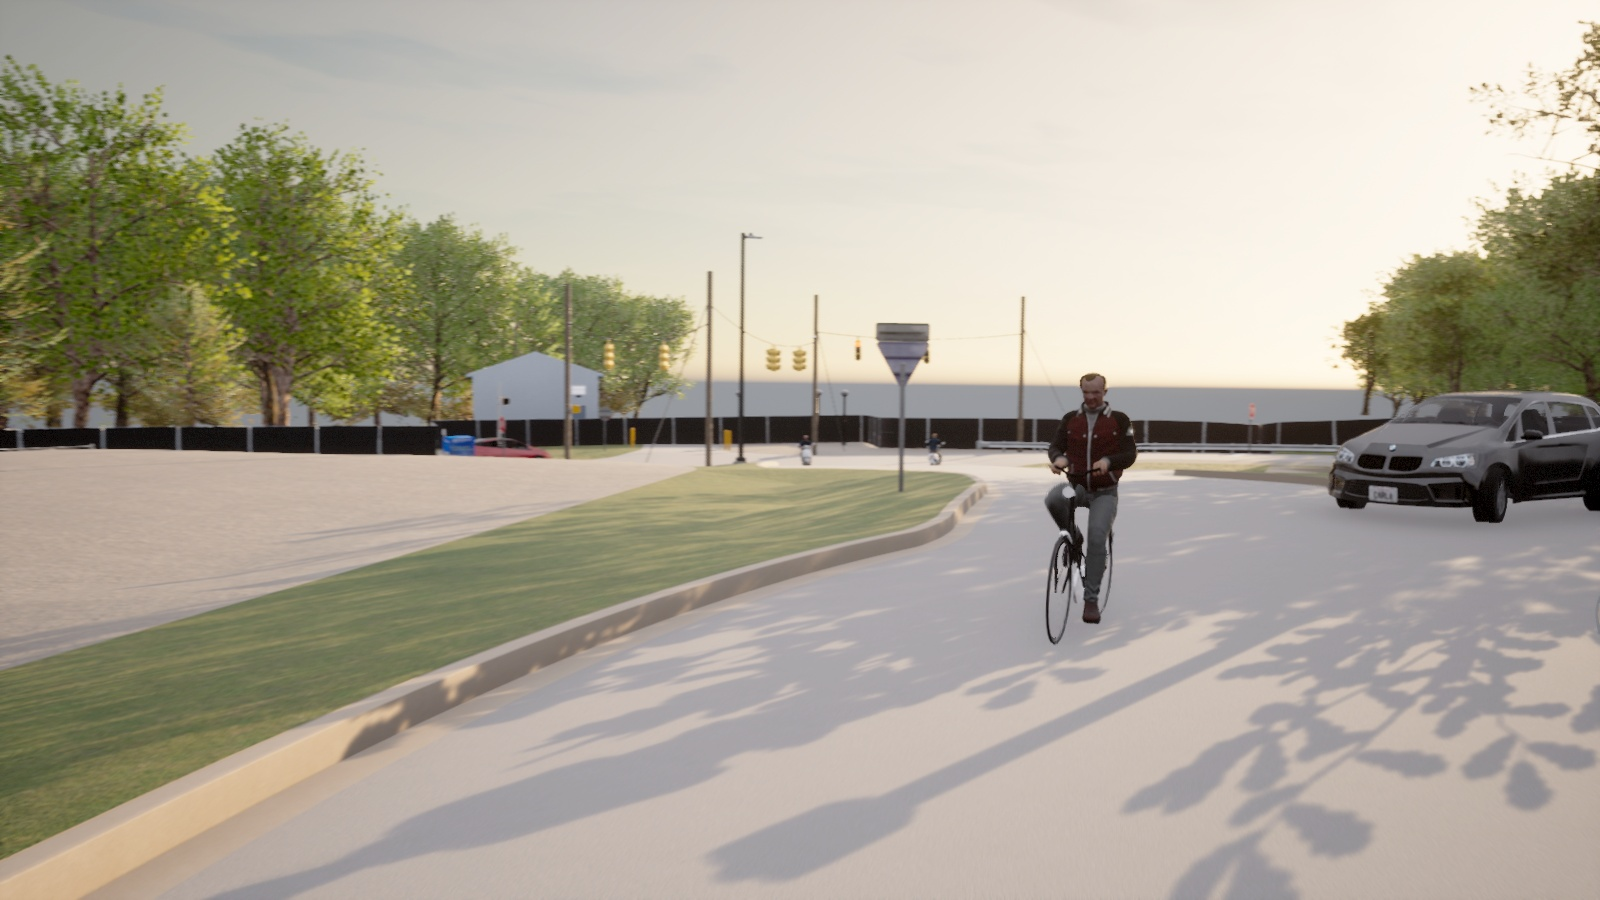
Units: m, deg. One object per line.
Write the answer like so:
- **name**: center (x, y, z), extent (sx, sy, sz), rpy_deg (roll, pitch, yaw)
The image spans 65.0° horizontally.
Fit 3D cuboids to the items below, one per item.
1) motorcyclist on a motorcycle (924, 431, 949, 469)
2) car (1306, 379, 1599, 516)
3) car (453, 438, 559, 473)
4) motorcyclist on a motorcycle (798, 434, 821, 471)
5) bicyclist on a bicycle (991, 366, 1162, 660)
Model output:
- **motorcyclist on a motorcycle**: center (6.176, -0.019, 56.703), extent (0.866, 1.590, 1.817), rpy_deg (1, 3, 14)
- **car**: center (9.441, -0.136, 17.409), extent (4.611, 1.667, 2.242), rpy_deg (-2, 4, -33)
- **car**: center (-14.090, 0.228, 60.197), extent (4.514, 1.525, 2.007), rpy_deg (-1, 3, -32)
- **motorcyclist on a motorcycle**: center (0.416, 0.097, 57.375), extent (0.866, 1.590, 1.817), rpy_deg (-2, 1, -4)
- **bicyclist on a bicycle**: center (1.918, 0.335, 8.520), extent (0.659, 1.776, 1.843), rpy_deg (2, 3, 26)
